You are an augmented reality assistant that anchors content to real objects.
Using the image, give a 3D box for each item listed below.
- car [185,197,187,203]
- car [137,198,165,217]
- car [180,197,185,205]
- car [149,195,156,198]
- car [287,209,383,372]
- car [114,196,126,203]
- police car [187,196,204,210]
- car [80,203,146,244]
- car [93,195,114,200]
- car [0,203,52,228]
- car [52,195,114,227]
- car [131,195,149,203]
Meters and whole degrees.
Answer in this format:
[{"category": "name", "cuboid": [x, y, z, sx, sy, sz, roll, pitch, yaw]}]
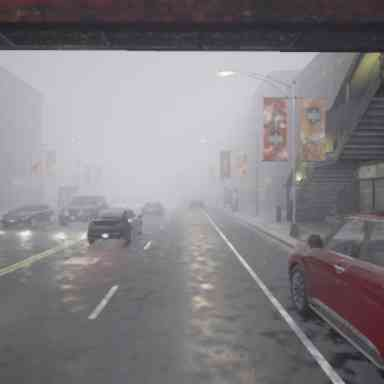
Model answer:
[{"category": "car", "cuboid": [0.311, 1.489, 55.153, 1.801, 1.575, 5.366, 0, 0, -6]}, {"category": "car", "cuboid": [-3.719, 1.584, 32.092, 1.994, 1.385, 4.181, 0, 0, -1]}, {"category": "car", "cuboid": [-0.930, 1.564, 61.884, 1.812, 1.442, 4.674, 0, 0, -15]}, {"category": "car", "cuboid": [-11.612, 1.391, 79.321, 2.128, 1.511, 4.902, 0, 0, -44]}, {"category": "car", "cuboid": [3.026, 1.231, 4.392, 2.435, 2.045, 5.566, 0, 0, -1]}, {"category": "car", "cuboid": [-14.219, 1.543, 64.418, 2.128, 1.511, 4.902, 0, 0, -25]}, {"category": "police car", "cuboid": [0.600, 1.452, 44.534, 1.930, 1.638, 5.238, 0, 0, -1]}, {"category": "car", "cuboid": [-3.549, 1.515, 15.934, 1.837, 1.490, 4.892, 0, 0, -1]}, {"category": "car", "cuboid": [-23.477, 1.414, 88.377, 5.357, 1.411, 2.033, 0, 0, 27]}, {"category": "car", "cuboid": [-10.813, 1.521, 22.295, 1.837, 1.490, 4.892, 0, 0, -1]}, {"category": "car", "cuboid": [-7.323, 1.237, 23.108, 2.150, 2.045, 5.566, 0, 0, -1]}, {"category": "car", "cuboid": [-10.479, 1.603, 64.756, 1.994, 1.385, 4.181, 0, 0, -23]}]
